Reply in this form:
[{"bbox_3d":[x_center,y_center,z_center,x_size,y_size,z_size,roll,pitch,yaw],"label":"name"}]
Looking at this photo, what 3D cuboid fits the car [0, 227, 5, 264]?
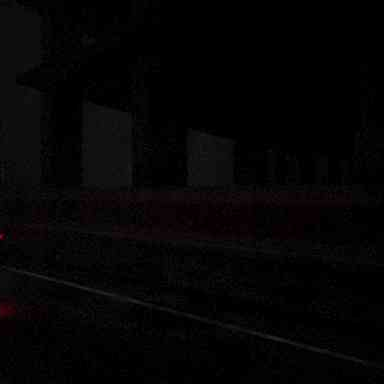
[{"bbox_3d":[-7.363,1.244,9.193,5.566,2.045,2.150,0,0,36],"label":"car"}]
